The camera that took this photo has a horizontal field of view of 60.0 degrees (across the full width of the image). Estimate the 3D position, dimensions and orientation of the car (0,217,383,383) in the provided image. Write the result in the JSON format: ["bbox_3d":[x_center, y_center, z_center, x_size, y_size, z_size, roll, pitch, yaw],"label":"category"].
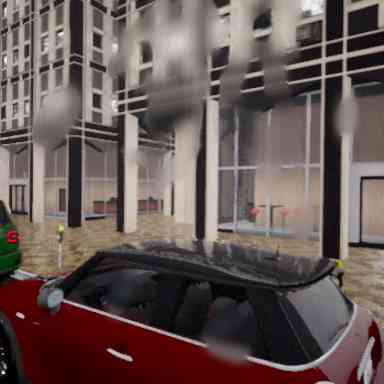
[{"bbox_3d":[-0.426,1.315,3.704,4.553,1.767,2.097,1,1,36],"label":"car"}]

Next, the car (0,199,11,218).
[{"bbox_3d":[-6.346,1.071,7.846,5.566,2.045,2.150,1,1,33],"label":"car"}]
